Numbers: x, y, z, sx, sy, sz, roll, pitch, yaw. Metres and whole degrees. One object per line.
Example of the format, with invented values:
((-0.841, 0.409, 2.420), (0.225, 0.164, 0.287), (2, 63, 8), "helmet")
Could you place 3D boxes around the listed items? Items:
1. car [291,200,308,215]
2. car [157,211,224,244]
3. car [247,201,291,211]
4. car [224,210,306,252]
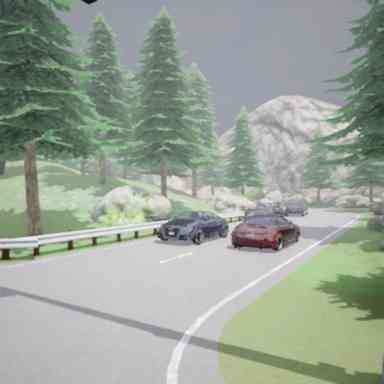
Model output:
((10.559, 1.616, 33.505), (1.837, 1.490, 4.892), (0, 0, 25), "car")
((0.146, 1.629, 16.241), (1.994, 1.385, 4.181), (0, 0, 32), "car")
((5.391, 1.580, 24.690), (2.128, 1.511, 4.902), (0, 0, 32), "car")
((3.331, 1.683, 14.547), (1.994, 1.385, 4.181), (0, -1, 32), "car")
